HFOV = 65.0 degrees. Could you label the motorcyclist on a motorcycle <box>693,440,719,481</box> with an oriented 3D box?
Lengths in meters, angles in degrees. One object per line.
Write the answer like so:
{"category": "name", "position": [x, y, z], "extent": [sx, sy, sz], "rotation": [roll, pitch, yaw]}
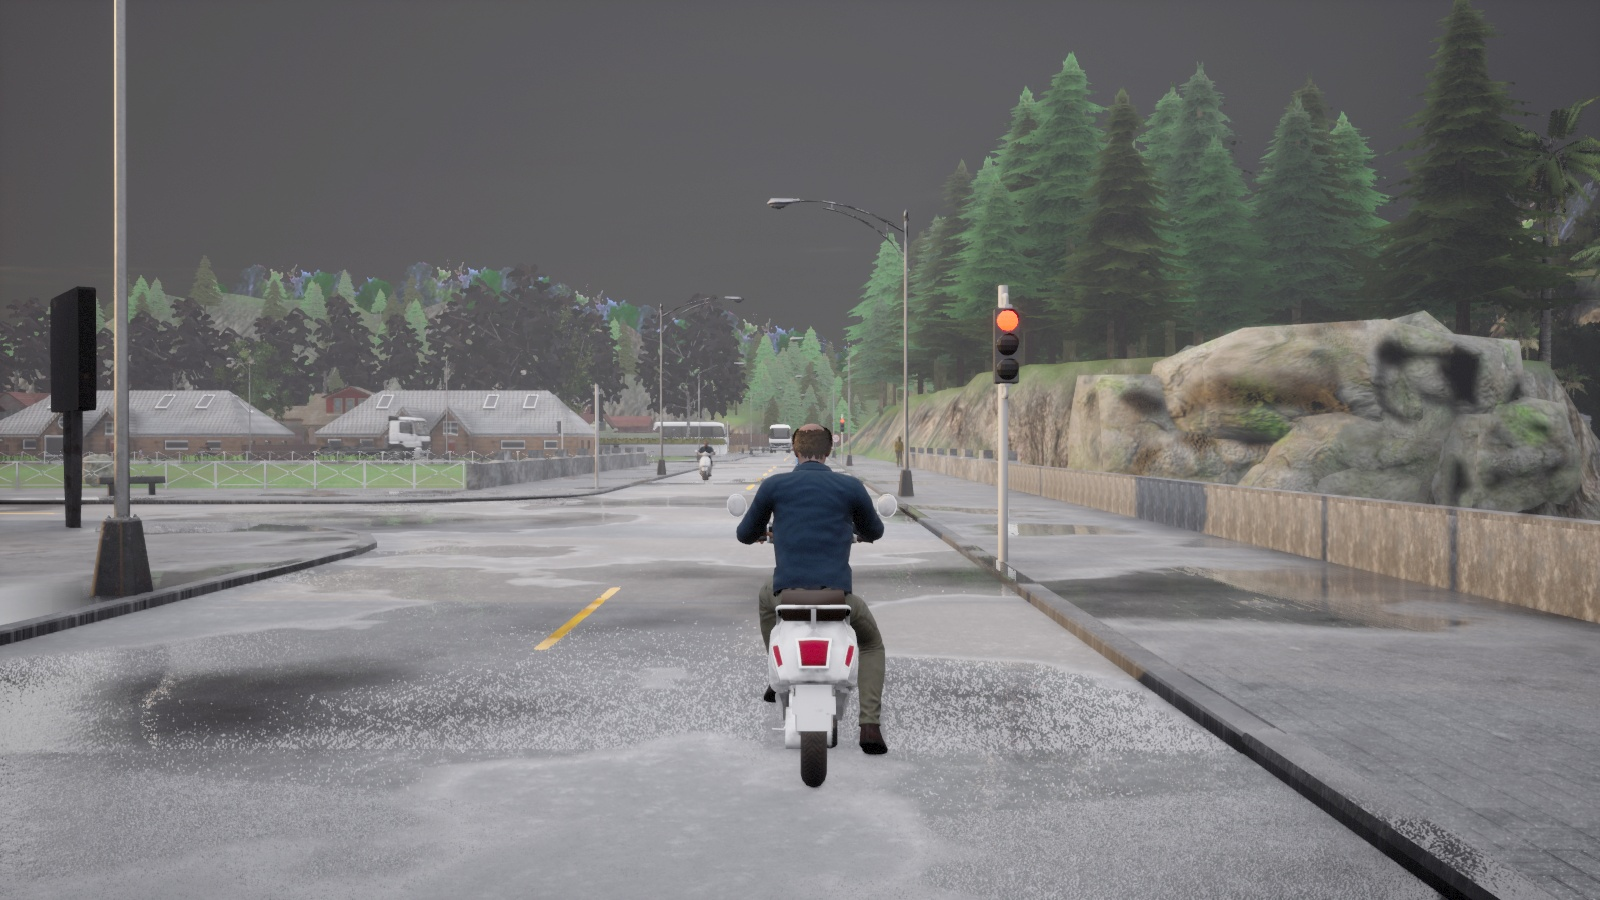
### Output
{"category": "motorcyclist on a motorcycle", "position": [-3.708, 0.417, 49.512], "extent": [0.866, 1.590, 1.817], "rotation": [0, 0, 0]}

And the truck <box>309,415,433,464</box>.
{"category": "truck", "position": [-30.789, -0.771, 90.427], "extent": [7.936, 3.462, 2.891], "rotation": [0, 0, 0]}

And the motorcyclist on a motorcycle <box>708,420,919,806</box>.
{"category": "motorcyclist on a motorcycle", "position": [0.059, 0.666, 6.070], "extent": [0.866, 1.590, 1.817], "rotation": [0, 0, 0]}

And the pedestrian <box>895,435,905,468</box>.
{"category": "pedestrian", "position": [5.593, 0.064, 70.266], "extent": [0.370, 1.835, 0.726], "rotation": [0, 0, -12]}
